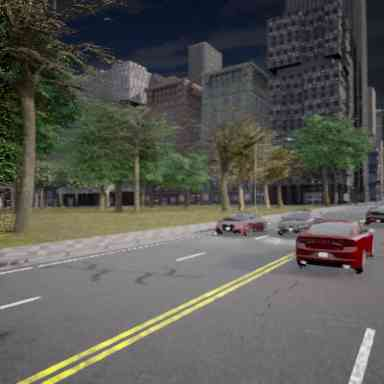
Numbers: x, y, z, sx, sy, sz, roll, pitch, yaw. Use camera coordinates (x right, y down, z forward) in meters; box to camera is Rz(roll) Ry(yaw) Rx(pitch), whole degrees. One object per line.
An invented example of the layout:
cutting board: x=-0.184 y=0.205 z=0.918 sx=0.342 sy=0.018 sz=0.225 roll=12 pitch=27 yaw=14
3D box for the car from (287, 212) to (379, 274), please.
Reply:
car: x=5.099 y=1.663 z=11.526 sx=1.882 sy=1.535 sz=5.008 roll=-1 pitch=-1 yaw=33

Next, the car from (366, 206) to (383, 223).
car: x=15.197 y=1.925 z=26.795 sx=1.837 sy=1.490 sz=4.892 roll=-1 pitch=-1 yaw=33

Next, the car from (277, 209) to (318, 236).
car: x=6.721 y=1.840 z=20.230 sx=1.837 sy=1.490 sz=4.892 roll=-1 pitch=-1 yaw=33

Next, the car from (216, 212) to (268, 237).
car: x=3.150 y=1.923 z=20.718 sx=1.994 sy=1.385 sz=4.181 roll=-1 pitch=-1 yaw=33
